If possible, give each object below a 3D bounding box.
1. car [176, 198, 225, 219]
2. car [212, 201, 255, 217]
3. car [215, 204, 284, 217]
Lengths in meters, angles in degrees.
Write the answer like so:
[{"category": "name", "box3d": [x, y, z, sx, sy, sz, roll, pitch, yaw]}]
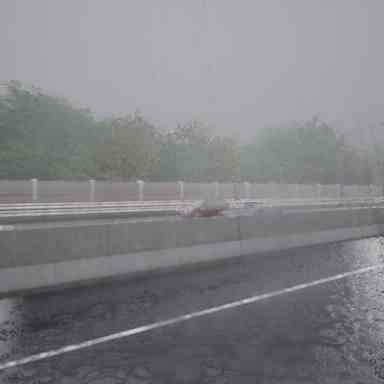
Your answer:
[{"category": "car", "box3d": [0.954, 1.289, 26.015, 4.553, 1.767, 2.097, 0, 0, -35]}, {"category": "car", "box3d": [3.856, 1.499, 23.767, 4.181, 1.385, 1.994, 0, 0, -35]}, {"category": "car", "box3d": [3.909, 1.547, 19.551, 4.718, 1.301, 1.895, 0, 0, -35]}]
